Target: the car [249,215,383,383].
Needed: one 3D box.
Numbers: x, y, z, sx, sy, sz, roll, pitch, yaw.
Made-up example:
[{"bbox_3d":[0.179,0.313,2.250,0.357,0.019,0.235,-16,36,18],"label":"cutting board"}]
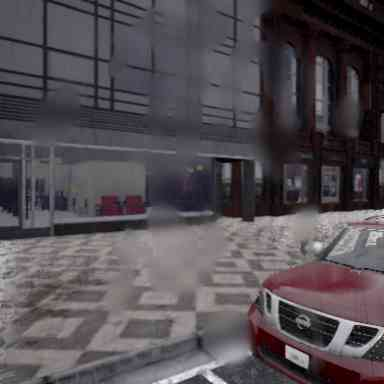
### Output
[{"bbox_3d":[3.100,1.285,4.656,5.009,1.841,2.192,0,0,-34],"label":"car"}]
